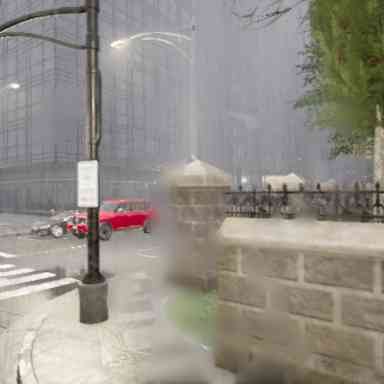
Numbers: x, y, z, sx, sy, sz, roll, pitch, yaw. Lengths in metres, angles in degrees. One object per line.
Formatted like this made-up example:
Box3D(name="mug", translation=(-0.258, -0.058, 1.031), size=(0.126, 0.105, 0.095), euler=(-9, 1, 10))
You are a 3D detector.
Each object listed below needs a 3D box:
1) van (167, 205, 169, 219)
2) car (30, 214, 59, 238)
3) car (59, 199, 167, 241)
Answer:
Box3D(name="van", translation=(-0.537, 1.628, 28.173), size=(1.690, 1.788, 3.998), euler=(-1, -1, 36))
Box3D(name="car", translation=(-7.003, 1.778, 19.211), size=(2.008, 1.369, 4.403), euler=(-1, -1, 36))
Box3D(name="car", translation=(-4.149, 1.433, 18.612), size=(2.150, 2.045, 5.566), euler=(-1, -1, 36))
